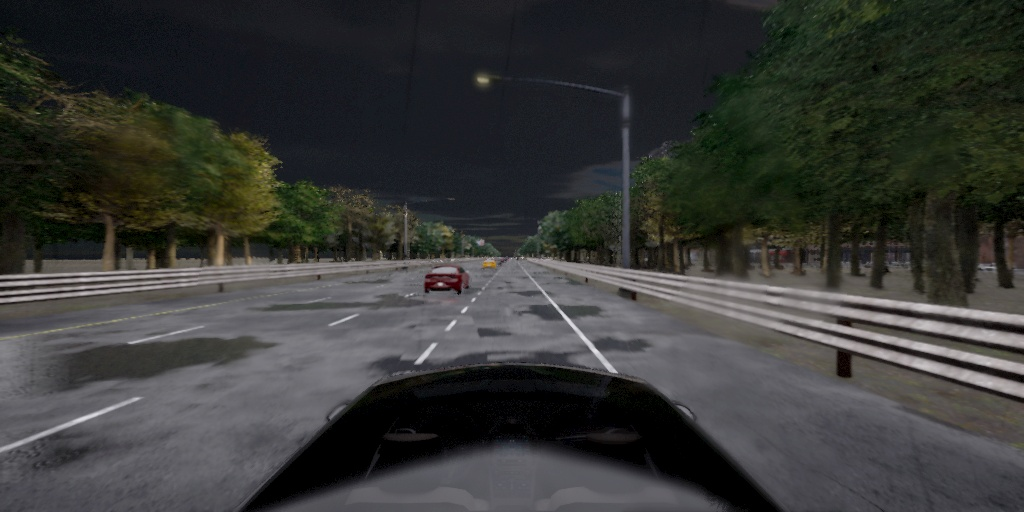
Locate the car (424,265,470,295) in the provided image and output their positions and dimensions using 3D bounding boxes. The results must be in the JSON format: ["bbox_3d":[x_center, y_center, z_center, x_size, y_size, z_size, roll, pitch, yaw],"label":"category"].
[{"bbox_3d":[-3.496,1.234,19.974,1.882,1.535,5.008,0,0,0],"label":"car"}]

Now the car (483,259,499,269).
[{"bbox_3d":[-3.448,1.275,56.070,1.882,1.535,5.008,0,0,0],"label":"car"}]
